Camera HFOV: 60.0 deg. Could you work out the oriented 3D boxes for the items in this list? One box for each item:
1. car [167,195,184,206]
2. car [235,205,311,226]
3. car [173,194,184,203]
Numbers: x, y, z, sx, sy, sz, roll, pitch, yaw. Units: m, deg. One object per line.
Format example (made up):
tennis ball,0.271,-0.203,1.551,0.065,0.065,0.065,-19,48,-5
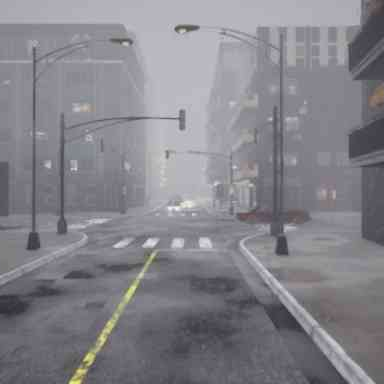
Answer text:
car,-2.814,1.484,52.583,2.128,1.511,4.902,0,0,0
car,5.242,1.508,21.858,4.718,1.301,1.895,-1,0,6
car,-2.753,1.359,68.145,2.097,1.767,4.553,0,0,0
